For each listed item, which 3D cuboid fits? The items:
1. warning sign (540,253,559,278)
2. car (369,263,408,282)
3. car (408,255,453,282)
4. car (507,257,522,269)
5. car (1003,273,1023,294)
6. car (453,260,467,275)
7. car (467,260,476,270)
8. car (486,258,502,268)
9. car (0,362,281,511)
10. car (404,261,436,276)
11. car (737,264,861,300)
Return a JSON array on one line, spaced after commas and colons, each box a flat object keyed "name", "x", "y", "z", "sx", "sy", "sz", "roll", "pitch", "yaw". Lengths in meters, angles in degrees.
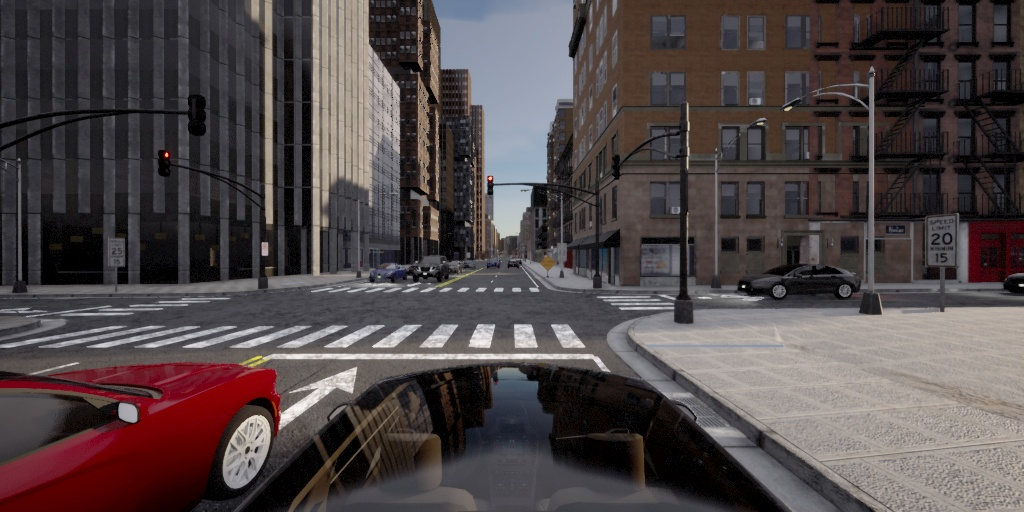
[{"name": "warning sign", "x": 2.917, "y": 0.868, "z": 29.148, "sx": 1.300, "sy": 1.860, "sz": 1.060, "roll": 0, "pitch": 0, "yaw": 0}, {"name": "car", "x": -9.784, "y": 1.278, "z": 28.743, "sx": 1.812, "sy": 1.442, "sz": 4.674, "roll": 0, "pitch": 0, "yaw": 0}, {"name": "car", "x": -6.546, "y": 0.975, "z": 29.497, "sx": 2.150, "sy": 2.045, "sz": 5.566, "roll": 0, "pitch": 0, "yaw": -1}, {"name": "car", "x": 0.193, "y": 1.271, "z": 58.753, "sx": 1.837, "sy": 1.490, "sz": 4.892, "roll": 0, "pitch": 0, "yaw": 0}, {"name": "car", "x": 25.418, "y": 1.025, "z": 16.179, "sx": 4.892, "sy": 1.490, "sz": 1.837, "roll": -1, "pitch": 0, "yaw": 0}, {"name": "car", "x": -6.505, "y": 1.260, "z": 39.412, "sx": 1.837, "sy": 1.490, "sz": 4.892, "roll": 0, "pitch": 0, "yaw": 0}, {"name": "car", "x": -6.452, "y": 1.324, "z": 52.978, "sx": 1.994, "sy": 1.385, "sz": 4.181, "roll": 0, "pitch": 0, "yaw": 0}, {"name": "car", "x": -3.050, "y": 1.118, "z": 59.502, "sx": 2.097, "sy": 1.767, "sz": 4.553, "roll": 0, "pitch": 0, "yaw": 1}, {"name": "car", "x": -3.153, "y": 1.228, "z": 1.429, "sx": 1.882, "sy": 1.535, "sz": 5.008, "roll": 0, "pitch": 0, "yaw": 0}, {"name": "car", "x": -9.760, "y": 1.303, "z": 38.383, "sx": 2.033, "sy": 1.411, "sz": 5.357, "roll": 0, "pitch": 0, "yaw": 0}, {"name": "car", "x": 12.908, "y": 1.116, "z": 16.281, "sx": 4.892, "sy": 1.490, "sz": 1.837, "roll": 0, "pitch": 0, "yaw": -1}]
